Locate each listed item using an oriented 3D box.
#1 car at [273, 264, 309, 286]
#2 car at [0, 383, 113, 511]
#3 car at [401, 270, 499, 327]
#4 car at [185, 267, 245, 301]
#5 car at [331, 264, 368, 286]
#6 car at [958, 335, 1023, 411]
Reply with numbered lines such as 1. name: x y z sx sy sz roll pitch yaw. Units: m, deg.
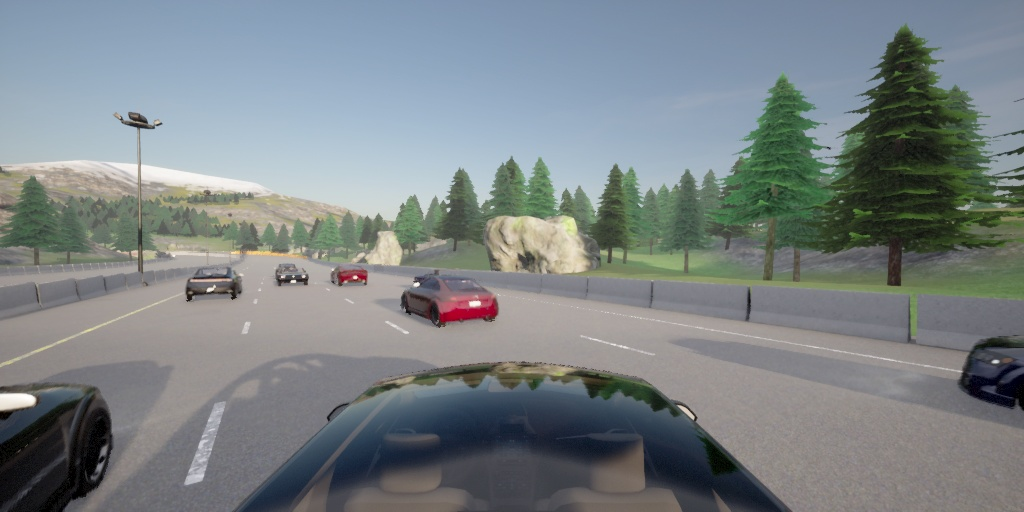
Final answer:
1. car: -16.234 1.479 26.428 1.895 1.301 4.718 0 -1 -34
2. car: -3.665 1.307 1.480 1.994 1.385 4.181 0 0 -34
3. car: -2.167 1.323 11.792 1.994 1.385 4.181 0 0 -34
4. car: -14.634 1.298 17.779 2.128 1.511 4.902 0 0 -34
5. car: -12.117 1.340 26.578 1.882 1.535 5.008 0 -1 -34
6. car: 7.658 1.328 3.461 1.994 1.385 4.181 0 0 -34
